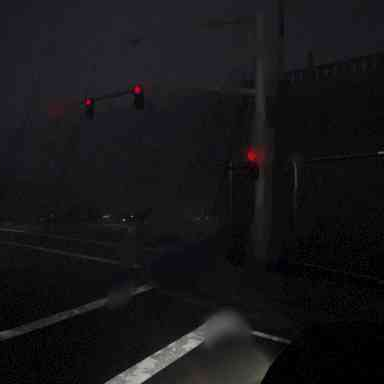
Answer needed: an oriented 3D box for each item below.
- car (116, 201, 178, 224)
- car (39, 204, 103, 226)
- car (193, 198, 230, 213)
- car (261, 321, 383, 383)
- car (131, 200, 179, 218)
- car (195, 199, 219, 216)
[{"bbox_3d":[-3.300,1.603,25.781,2.033,1.411,5.357,0,0,35],"label":"car"},{"bbox_3d":[-8.702,1.581,24.254,1.812,1.442,4.674,0,0,37],"label":"car"},{"bbox_3d":[2.363,1.547,39.794,2.128,1.511,4.902,0,0,35],"label":"car"},{"bbox_3d":[3.047,1.547,1.795,5.357,1.411,2.033,0,0,36],"label":"car"},{"bbox_3d":[-3.414,1.581,31.655,1.812,1.442,4.674,0,0,36],"label":"car"},{"bbox_3d":[2.533,1.603,33.993,2.033,1.411,5.357,0,0,35],"label":"car"}]
